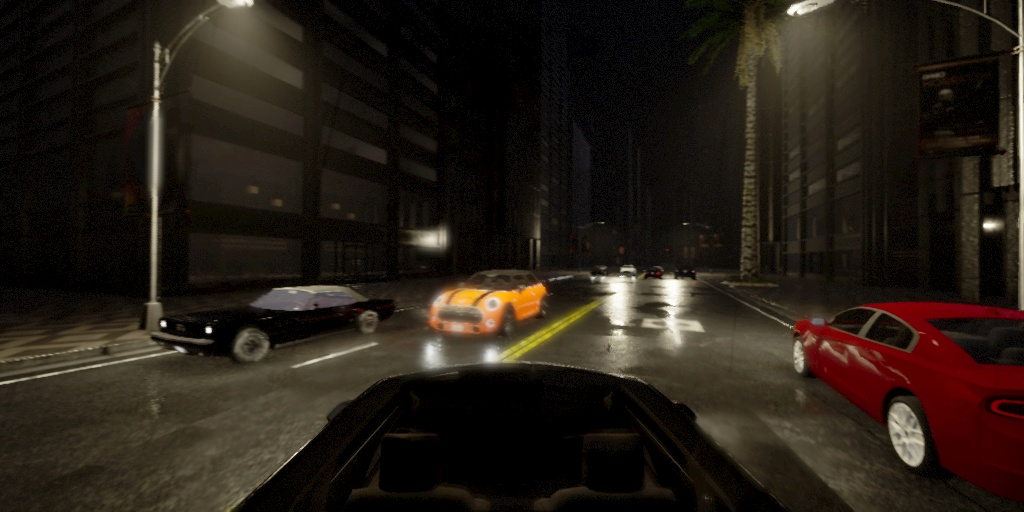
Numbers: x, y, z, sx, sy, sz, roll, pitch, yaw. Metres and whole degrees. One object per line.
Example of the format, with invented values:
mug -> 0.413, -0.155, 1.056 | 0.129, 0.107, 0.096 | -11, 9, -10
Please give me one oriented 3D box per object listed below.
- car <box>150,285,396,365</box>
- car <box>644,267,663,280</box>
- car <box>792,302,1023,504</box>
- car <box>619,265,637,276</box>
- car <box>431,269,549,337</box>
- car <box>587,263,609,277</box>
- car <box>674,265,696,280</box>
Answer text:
car -> -5.040, 1.389, 8.417 | 1.895, 1.301, 4.718 | 0, -1, 23
car -> 15.802, 1.905, 40.131 | 2.033, 1.411, 5.357 | 0, -1, 23
car -> 5.188, 1.303, 4.390 | 1.882, 1.535, 5.008 | 0, -1, 23
car -> 16.218, 2.011, 49.865 | 1.812, 1.442, 4.674 | 0, -1, 23
car -> -0.456, 1.208, 10.871 | 2.097, 1.767, 4.553 | 0, -1, 23
car -> 11.766, 1.967, 47.731 | 2.033, 1.411, 5.357 | 0, -1, 23
car -> 19.606, 1.750, 40.774 | 2.097, 1.767, 4.553 | 0, -1, 23
